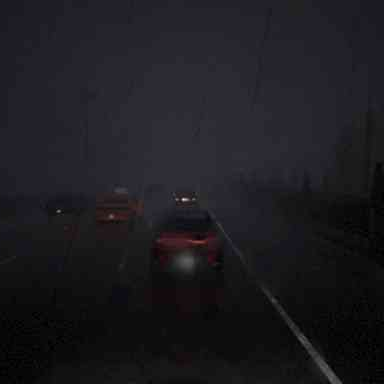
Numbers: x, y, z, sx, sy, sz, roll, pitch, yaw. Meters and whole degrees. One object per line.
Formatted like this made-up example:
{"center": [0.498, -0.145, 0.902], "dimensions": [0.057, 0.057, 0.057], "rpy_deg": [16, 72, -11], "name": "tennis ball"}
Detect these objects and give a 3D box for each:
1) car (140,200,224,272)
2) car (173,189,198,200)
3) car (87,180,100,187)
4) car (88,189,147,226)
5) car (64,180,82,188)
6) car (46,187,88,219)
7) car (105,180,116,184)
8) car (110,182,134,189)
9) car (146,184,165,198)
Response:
{"center": [-0.142, 1.273, 10.051], "dimensions": [2.128, 1.511, 4.902], "rpy_deg": [0, 3, -1], "name": "car"}
{"center": [-0.508, 0.465, 26.612], "dimensions": [2.033, 1.411, 5.357], "rpy_deg": [0, 3, -1], "name": "car"}
{"center": [-18.956, -1.565, 63.761], "dimensions": [1.837, 1.490, 4.892], "rpy_deg": [0, 3, -1], "name": "car"}
{"center": [-3.798, 0.856, 17.896], "dimensions": [1.882, 1.535, 5.008], "rpy_deg": [0, 3, -1], "name": "car"}
{"center": [-22.424, -1.480, 62.803], "dimensions": [2.033, 1.411, 5.357], "rpy_deg": [0, 3, -1], "name": "car"}
{"center": [-7.363, 0.719, 20.665], "dimensions": [2.128, 1.511, 4.902], "rpy_deg": [0, 3, -1], "name": "car"}
{"center": [-15.461, -1.546, 63.913], "dimensions": [1.812, 1.442, 4.674], "rpy_deg": [0, 3, -1], "name": "car"}
{"center": [-7.752, -0.172, 38.045], "dimensions": [1.812, 1.442, 4.674], "rpy_deg": [0, 3, -1], "name": "car"}
{"center": [-4.254, -0.212, 38.174], "dimensions": [2.128, 1.511, 4.902], "rpy_deg": [0, 3, -1], "name": "car"}
